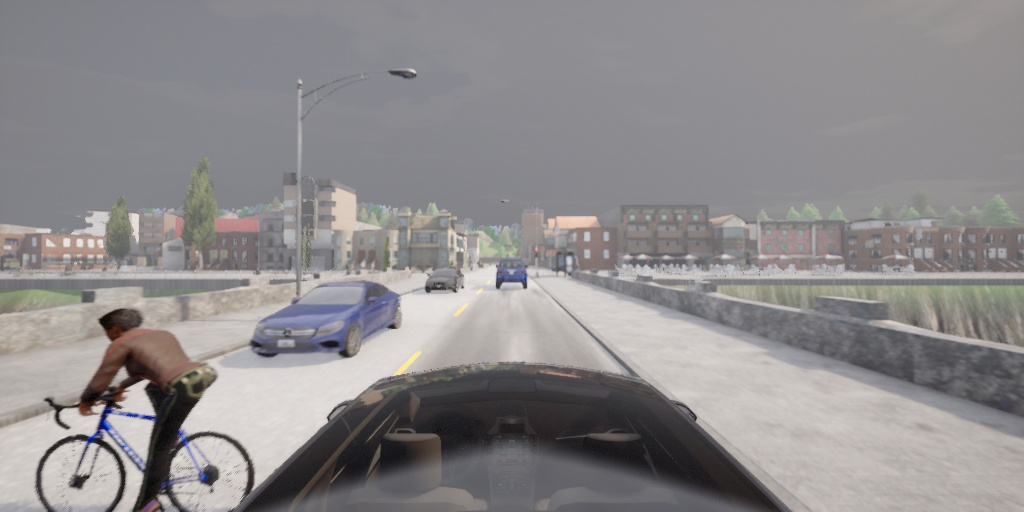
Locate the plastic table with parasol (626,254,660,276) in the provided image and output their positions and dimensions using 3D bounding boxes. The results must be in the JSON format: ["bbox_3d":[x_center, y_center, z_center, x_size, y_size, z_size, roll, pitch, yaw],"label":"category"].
[{"bbox_3d":[15.094,1.057,41.448,2.482,2.480,2.482,0,0,0],"label":"plastic table with parasol"}]

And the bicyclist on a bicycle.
[{"bbox_3d":[-2.778,1.214,2.705,1.656,1.620,0.582,-2,-1,0],"label":"bicyclist on a bicycle"}]

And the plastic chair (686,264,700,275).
[{"bbox_3d":[22.717,1.693,44.902,0.750,1.272,0.730,0,0,0],"label":"plastic chair"}]

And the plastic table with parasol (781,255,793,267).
[{"bbox_3d":[37.339,1.132,49.688,2.482,2.480,2.482,0,0,0],"label":"plastic table with parasol"}]

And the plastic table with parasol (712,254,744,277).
[{"bbox_3d":[23.726,1.042,40.054,2.482,2.480,2.482,0,0,0],"label":"plastic table with parasol"}]

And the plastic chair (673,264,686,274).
[{"bbox_3d":[21.615,1.707,46.300,0.730,1.272,0.750,0,0,0],"label":"plastic chair"}]

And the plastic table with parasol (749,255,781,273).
[{"bbox_3d":[30.429,1.078,43.896,2.482,2.480,2.482,0,0,0],"label":"plastic table with parasol"}]

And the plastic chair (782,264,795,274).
[{"bbox_3d":[37.311,1.722,48.228,0.750,1.272,0.730,0,0,0],"label":"plastic chair"}]

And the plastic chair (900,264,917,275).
[{"bbox_3d":[47.820,1.672,43.247,0.750,1.272,0.730,0,0,0],"label":"plastic chair"}]

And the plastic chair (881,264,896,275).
[{"bbox_3d":[46.718,1.686,44.645,0.730,1.272,0.750,0,0,0],"label":"plastic chair"}]

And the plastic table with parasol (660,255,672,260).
[{"bbox_3d":[22.414,1.159,52.171,2.482,2.480,2.482,0,0,0],"label":"plastic table with parasol"}]

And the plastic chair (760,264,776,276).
[{"bbox_3d":[30.422,1.669,42.616,0.750,1.272,0.730,0,0,0],"label":"plastic chair"}]

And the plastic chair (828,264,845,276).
[{"bbox_3d":[37.723,1.658,41.629,0.750,1.272,0.730,0,0,0],"label":"plastic chair"}]

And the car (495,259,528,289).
[{"bbox_3d":[-0.012,1.203,25.659,2.150,2.045,5.566,0,-1,0],"label":"car"}]

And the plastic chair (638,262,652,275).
[{"bbox_3d":[14.926,1.649,40.188,0.750,1.272,0.730,0,0,0],"label":"plastic chair"}]

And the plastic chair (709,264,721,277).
[{"bbox_3d":[22.526,1.647,40.102,0.730,1.272,0.750,0,0,0],"label":"plastic chair"}]

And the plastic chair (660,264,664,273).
[{"bbox_3d":[21.236,1.763,52.095,0.730,1.272,0.750,0,0,-1],"label":"plastic chair"}]

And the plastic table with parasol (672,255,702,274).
[{"bbox_3d":[22.815,1.102,46.252,2.482,2.480,2.482,0,0,0],"label":"plastic table with parasol"}]

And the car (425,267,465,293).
[{"bbox_3d":[-4.112,1.456,22.610,1.837,1.490,4.892,0,0,0],"label":"car"}]

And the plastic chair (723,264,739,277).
[{"bbox_3d":[23.629,1.633,38.704,0.750,1.272,0.730,0,0,0],"label":"plastic chair"}]

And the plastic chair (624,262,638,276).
[{"bbox_3d":[13.823,1.663,41.586,0.730,1.272,0.750,0,0,0],"label":"plastic chair"}]

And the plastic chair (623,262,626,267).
[{"bbox_3d":[15.712,1.724,47.989,0.750,1.272,0.730,0,0,0],"label":"plastic chair"}]

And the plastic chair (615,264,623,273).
[{"bbox_3d":[14.609,1.738,49.387,0.730,1.272,0.750,0,0,0],"label":"plastic chair"}]

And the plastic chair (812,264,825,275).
[{"bbox_3d":[36.583,1.672,43.025,0.730,1.272,0.750,0,0,0],"label":"plastic chair"}]

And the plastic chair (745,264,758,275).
[{"bbox_3d":[29.251,1.683,44.010,0.730,1.272,0.750,0,0,-1],"label":"plastic chair"}]

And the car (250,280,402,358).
[{"bbox_3d":[-4.105,1.346,8.844,1.812,1.442,4.674,0,0,0],"label":"car"}]

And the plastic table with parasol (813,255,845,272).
[{"bbox_3d":[37.711,1.067,42.939,2.482,2.480,2.482,0,0,0],"label":"plastic table with parasol"}]

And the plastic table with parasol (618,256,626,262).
[{"bbox_3d":[15.830,1.133,49.269,2.482,2.480,2.482,0,0,0],"label":"plastic table with parasol"}]

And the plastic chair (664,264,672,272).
[{"bbox_3d":[22.407,1.749,50.701,0.750,1.272,0.730,0,0,0],"label":"plastic chair"}]
